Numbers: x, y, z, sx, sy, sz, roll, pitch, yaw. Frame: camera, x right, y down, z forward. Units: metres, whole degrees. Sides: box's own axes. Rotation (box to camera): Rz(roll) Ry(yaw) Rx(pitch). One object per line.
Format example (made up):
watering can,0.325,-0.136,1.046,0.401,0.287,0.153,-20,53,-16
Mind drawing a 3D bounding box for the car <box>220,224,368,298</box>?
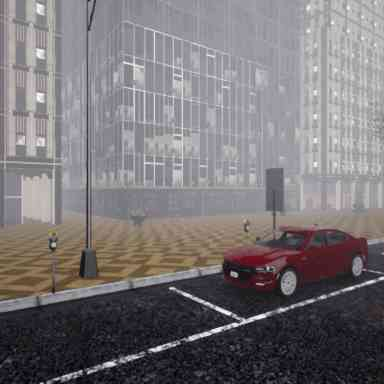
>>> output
car,2.743,1.544,8.529,4.507,1.381,1.887,0,0,-36
